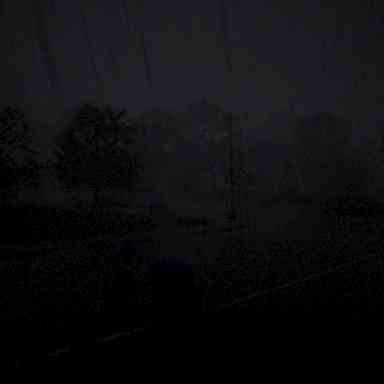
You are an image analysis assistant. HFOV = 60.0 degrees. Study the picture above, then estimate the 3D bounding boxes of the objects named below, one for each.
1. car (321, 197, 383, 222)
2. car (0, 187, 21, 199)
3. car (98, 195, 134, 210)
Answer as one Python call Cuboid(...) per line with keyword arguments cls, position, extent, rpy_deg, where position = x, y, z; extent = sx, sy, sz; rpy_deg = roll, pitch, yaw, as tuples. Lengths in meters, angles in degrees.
Cuboid(cls="car", position=(11.070, 1.081, 21.871), extent=(4.902, 1.511, 2.128), rpy_deg=(-1, 1, 37))
Cuboid(cls="car", position=(-28.639, 0.012, 52.005), extent=(4.553, 1.767, 2.097), rpy_deg=(3, 4, 37))
Cuboid(cls="car", position=(-8.490, 1.100, 36.688), extent=(4.674, 1.442, 1.812), rpy_deg=(2, 3, 37))
